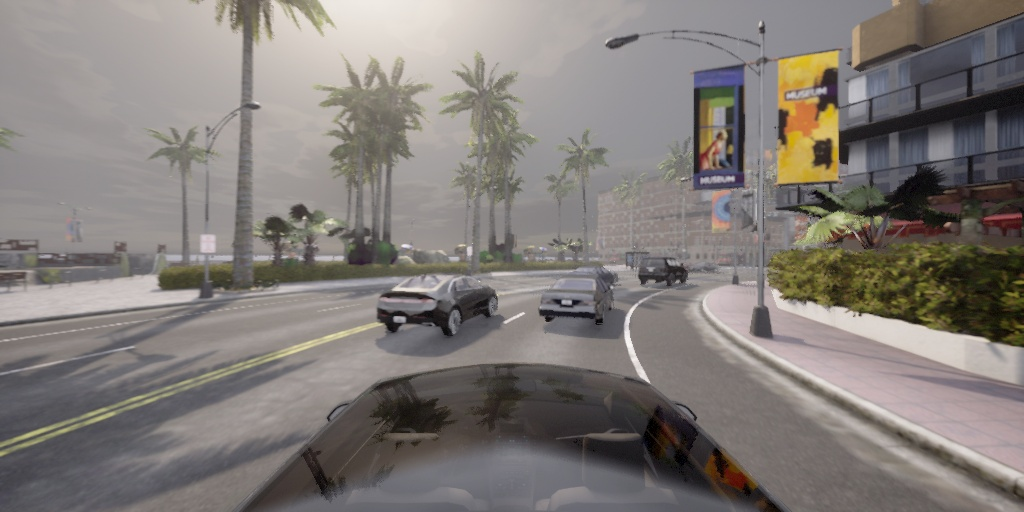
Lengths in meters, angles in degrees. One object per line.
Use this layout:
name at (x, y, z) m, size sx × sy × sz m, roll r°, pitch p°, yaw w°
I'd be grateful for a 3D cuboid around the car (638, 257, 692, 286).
car at (11.284, 1.098, 26.704) m, size 2.150 × 2.045 × 5.566 m, roll 0°, pitch 0°, yaw 40°

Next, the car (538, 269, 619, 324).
car at (2.369, 1.337, 12.292) m, size 2.033 × 1.411 × 5.357 m, roll 0°, pitch 0°, yaw 20°

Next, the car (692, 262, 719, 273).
car at (25.321, 1.517, 47.514) m, size 4.892 × 1.490 × 1.837 m, roll 1°, pitch -1°, yaw -30°

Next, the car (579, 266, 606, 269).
car at (5.737, 1.389, 25.329) m, size 2.033 × 1.411 × 5.357 m, roll 0°, pitch 0°, yaw 37°

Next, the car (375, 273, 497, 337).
car at (-1.893, 1.251, 10.520) m, size 2.128 × 1.511 × 4.902 m, roll 0°, pitch 0°, yaw 16°
